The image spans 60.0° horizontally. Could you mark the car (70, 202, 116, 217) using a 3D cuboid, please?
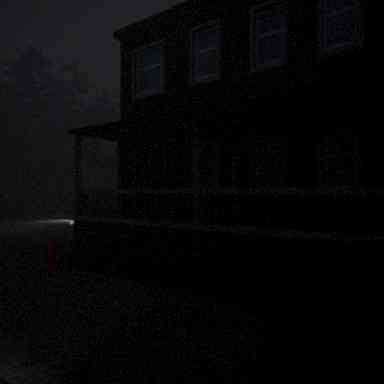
[{"bbox_3d":[-7.712,1.534,28.609,2.033,1.411,5.357,0,0,36],"label":"car"}]
